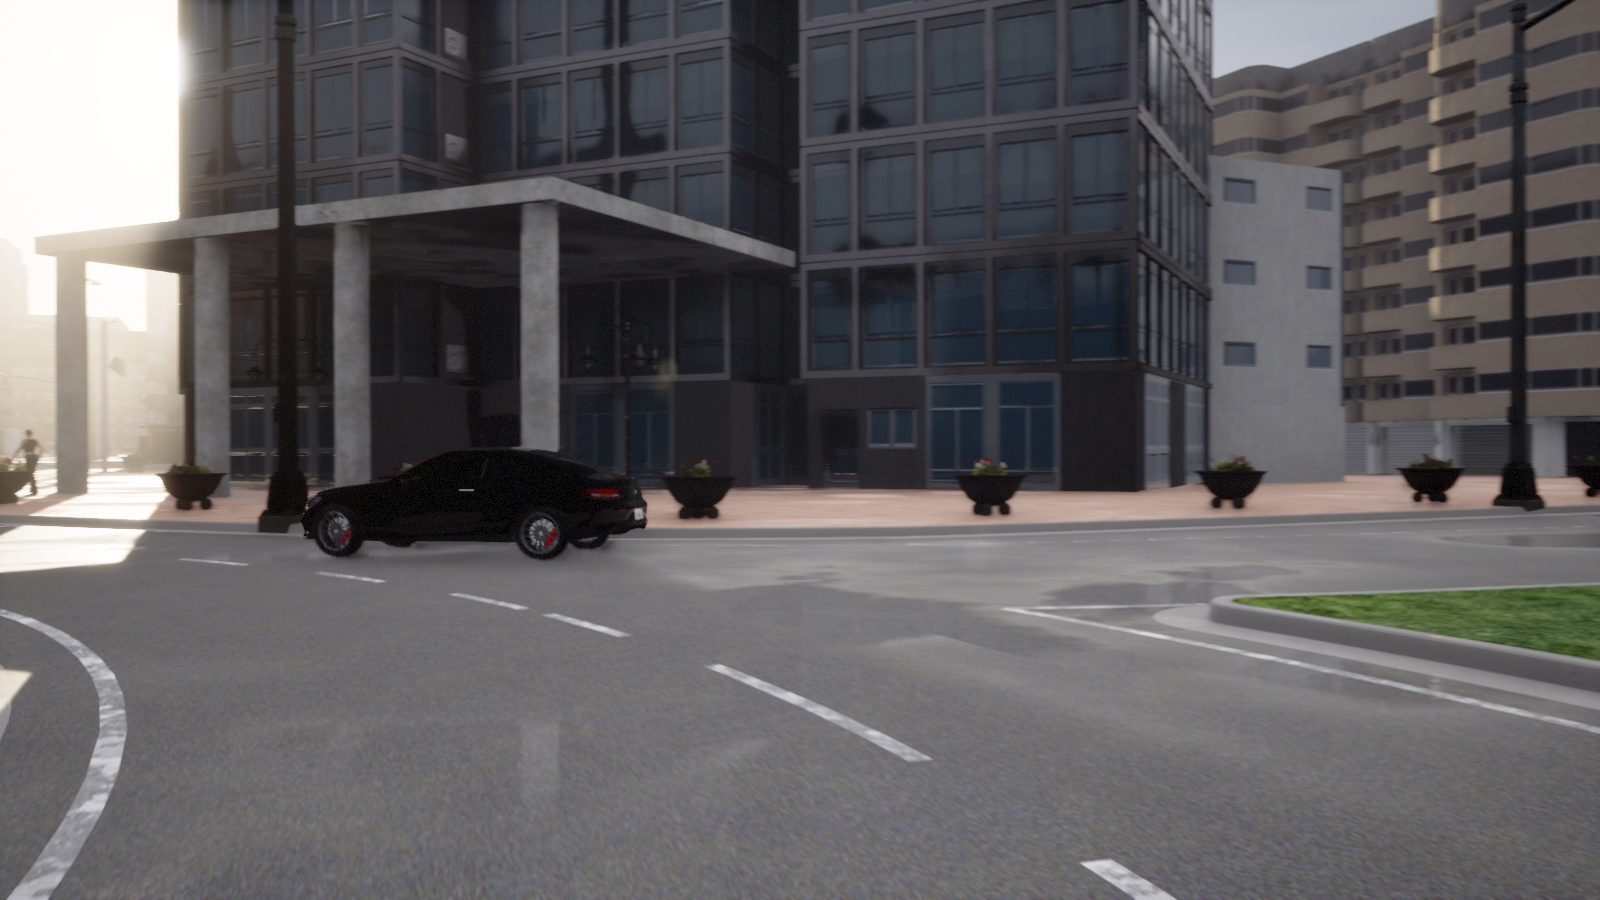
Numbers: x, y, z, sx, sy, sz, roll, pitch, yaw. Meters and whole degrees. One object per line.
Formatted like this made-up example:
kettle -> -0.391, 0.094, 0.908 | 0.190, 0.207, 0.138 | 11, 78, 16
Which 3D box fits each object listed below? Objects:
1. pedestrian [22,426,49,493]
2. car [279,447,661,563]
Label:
pedestrian -> -20.937, 0.253, 34.388 | 0.594, 1.836, 0.345 | 0, 0, 26
car -> -4.397, 0.681, 17.005 | 4.674, 1.442, 1.812 | 0, 0, 11
